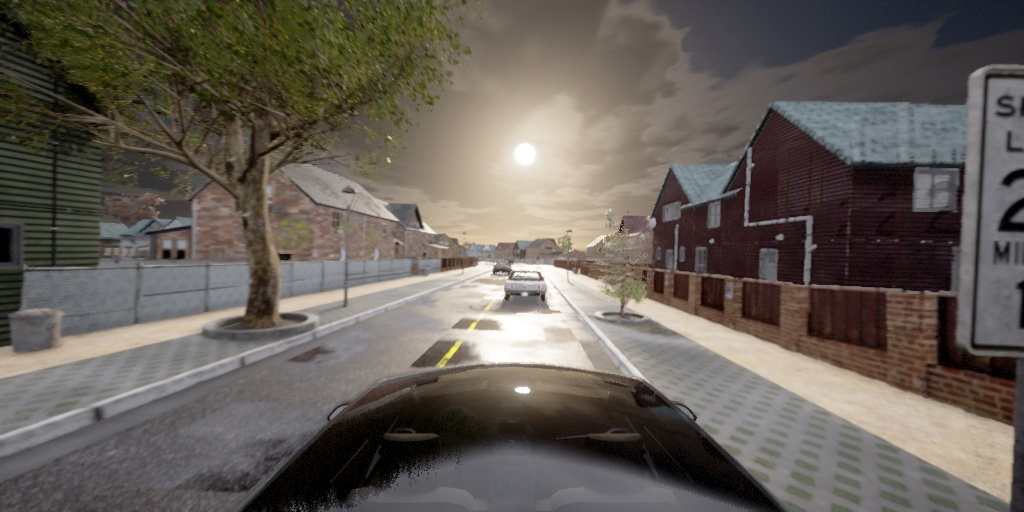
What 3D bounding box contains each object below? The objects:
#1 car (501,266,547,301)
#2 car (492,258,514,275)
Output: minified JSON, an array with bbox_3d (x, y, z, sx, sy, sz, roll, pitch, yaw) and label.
[{"bbox_3d":[0.684,1.359,17.700,1.895,1.301,4.718,2,0,3],"label":"car"},{"bbox_3d":[-1.002,1.263,39.070,2.033,1.411,5.357,2,0,3],"label":"car"}]
